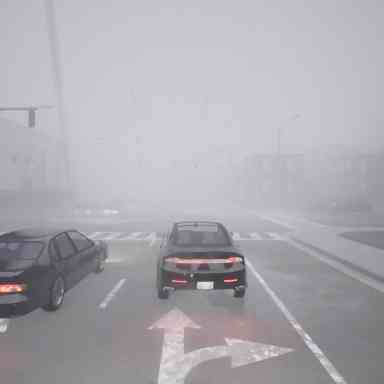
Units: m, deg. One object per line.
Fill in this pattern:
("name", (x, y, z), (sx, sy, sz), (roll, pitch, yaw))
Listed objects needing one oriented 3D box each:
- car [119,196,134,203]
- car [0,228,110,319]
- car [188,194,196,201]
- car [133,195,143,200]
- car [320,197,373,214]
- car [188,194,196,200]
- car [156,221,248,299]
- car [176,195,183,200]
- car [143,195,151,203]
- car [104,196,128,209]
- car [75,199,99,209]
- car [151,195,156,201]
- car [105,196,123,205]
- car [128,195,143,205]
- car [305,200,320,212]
("car", (-13.989, 1.540, 71.246), (2.033, 1.411, 5.357), (0, 0, 0))
("car", (-3.430, 1.547, 7.684), (2.033, 1.411, 5.357), (0, 0, 0))
("car", (0.012, 1.500, 80.019), (1.837, 1.490, 4.892), (0, 0, 0))
("car", (-13.987, 1.455, 86.252), (1.994, 1.385, 4.181), (0, 0, 0))
("car", (16.546, 1.352, 35.245), (4.553, 1.767, 2.097), (0, 0, 0))
("car", (0.014, 1.355, 92.893), (2.097, 1.767, 4.553), (0, 0, 0))
("car", (0.116, 1.492, 8.488), (2.128, 1.511, 4.902), (0, 0, -3))
("car", (-3.486, 1.524, 92.909), (1.812, 1.442, 4.674), (0, 0, 0))
("car", (-10.489, 1.525, 70.187), (2.128, 1.511, 4.902), (0, 0, 0))
("car", (-10.590, 1.492, 45.375), (2.128, 1.511, 4.902), (0, 0, 0))
("car", (-14.090, 1.601, 44.807), (1.895, 1.301, 4.718), (0, 0, 0))
("car", (-10.487, 1.416, 85.349), (1.882, 1.535, 5.008), (0, 0, 0))
("car", (-14.054, 1.548, 60.428), (2.033, 1.411, 5.357), (0, 0, 0))
("car", (-10.566, 1.352, 58.691), (2.097, 1.767, 4.553), (0, 0, 0))
("car", (15.718, 1.492, 38.745), (4.902, 1.511, 2.128), (0, 0, 0))
